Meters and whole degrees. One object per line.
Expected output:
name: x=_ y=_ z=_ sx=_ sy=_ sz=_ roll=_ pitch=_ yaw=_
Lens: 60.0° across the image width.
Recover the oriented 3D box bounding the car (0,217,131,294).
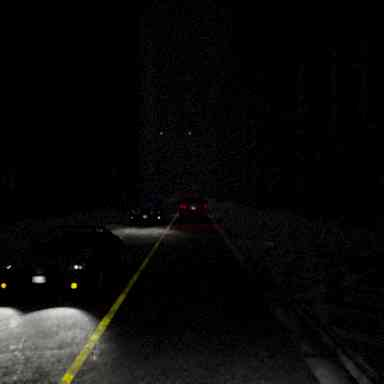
car: x=-3.061 y=1.570 z=8.672 sx=1.994 sy=1.385 sz=4.181 roll=0 pitch=0 yaw=1

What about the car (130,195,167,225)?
car: x=-3.098 y=1.240 z=24.666 sx=2.150 sy=2.045 sz=5.566 roll=0 pitch=1 yaw=0

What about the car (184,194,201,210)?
car: x=0.106 y=1.280 z=45.987 sx=2.150 sy=2.045 sz=5.566 roll=0 pitch=0 yaw=1

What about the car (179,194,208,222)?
car: x=0.099 y=1.248 z=26.800 sx=2.150 sy=2.045 sz=5.566 roll=0 pitch=0 yaw=0
